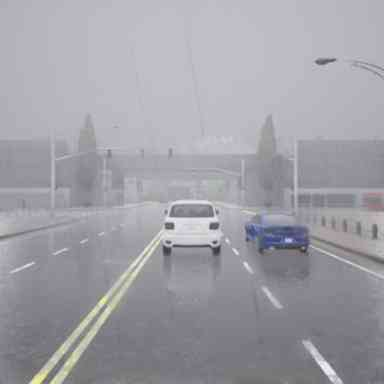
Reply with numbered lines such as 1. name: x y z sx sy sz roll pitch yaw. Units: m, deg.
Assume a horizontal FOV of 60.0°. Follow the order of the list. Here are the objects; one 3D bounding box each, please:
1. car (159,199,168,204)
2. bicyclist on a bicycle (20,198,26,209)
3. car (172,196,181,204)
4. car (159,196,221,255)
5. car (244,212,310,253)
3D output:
1. car: -7.521 2.405 86.752 1.895 1.301 4.718 0 -1 0
2. bicyclist on a bicycle: -25.795 1.779 50.739 0.582 1.620 1.656 0 0 2
3. car: -4.021 2.035 86.733 2.150 2.045 5.566 0 -1 0
4. car: -0.007 1.349 14.022 2.150 2.045 5.566 0 0 0
5. car: 3.497 1.615 14.489 1.882 1.535 5.008 0 0 0
